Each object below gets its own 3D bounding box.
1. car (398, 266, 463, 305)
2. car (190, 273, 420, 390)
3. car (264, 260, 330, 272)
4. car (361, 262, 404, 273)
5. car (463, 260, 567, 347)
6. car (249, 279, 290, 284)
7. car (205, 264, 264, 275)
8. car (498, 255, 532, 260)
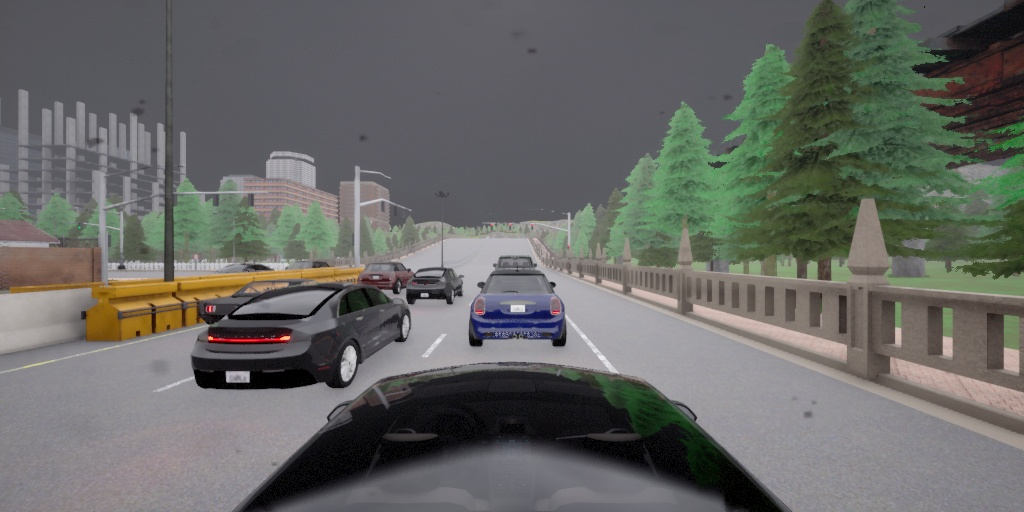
[{"bbox_3d":[-3.348,1.255,16.187,1.837,1.490,4.892,0,0,0],"label":"car"},{"bbox_3d":[-3.383,1.255,6.866,1.837,1.490,4.892,0,0,0],"label":"car"},{"bbox_3d":[-13.919,1.109,24.175,2.097,1.767,4.553,0,0,0],"label":"car"},{"bbox_3d":[-6.881,1.102,20.175,2.097,1.767,4.553,0,0,-1],"label":"car"},{"bbox_3d":[0.125,1.102,9.506,2.097,1.767,4.553,0,0,0],"label":"car"},{"bbox_3d":[-6.865,1.351,11.182,1.895,1.301,4.718,0,0,0],"label":"car"},{"bbox_3d":[-17.434,1.258,23.133,1.837,1.490,4.892,0,0,1],"label":"car"},{"bbox_3d":[0.162,0.972,18.996,2.150,2.045,5.566,0,0,0],"label":"car"}]
